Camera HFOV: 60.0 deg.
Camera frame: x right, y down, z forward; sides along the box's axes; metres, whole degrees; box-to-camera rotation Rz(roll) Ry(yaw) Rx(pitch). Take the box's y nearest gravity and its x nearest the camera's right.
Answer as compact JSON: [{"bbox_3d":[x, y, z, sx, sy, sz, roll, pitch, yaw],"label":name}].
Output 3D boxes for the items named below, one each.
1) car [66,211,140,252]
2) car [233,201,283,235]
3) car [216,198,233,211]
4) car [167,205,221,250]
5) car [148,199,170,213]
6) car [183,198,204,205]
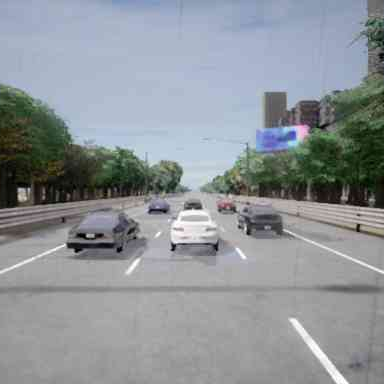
[{"bbox_3d":[-3.395,1.496,13.611,2.033,1.411,5.357,0,0,0],"label":"car"},{"bbox_3d":[3.607,1.439,18.244,1.837,1.490,4.892,0,0,0],"label":"car"},{"bbox_3d":[3.611,1.408,35.484,1.812,1.442,4.674,0,0,0],"label":"car"},{"bbox_3d":[0.104,1.473,13.992,1.812,1.442,4.674,0,0,0],"label":"car"},{"bbox_3d":[-3.389,1.449,34.919,1.994,1.385,4.181,0,0,0],"label":"car"},{"bbox_3d":[0.113,1.391,34.536,1.837,1.490,4.892,0,0,0],"label":"car"}]
